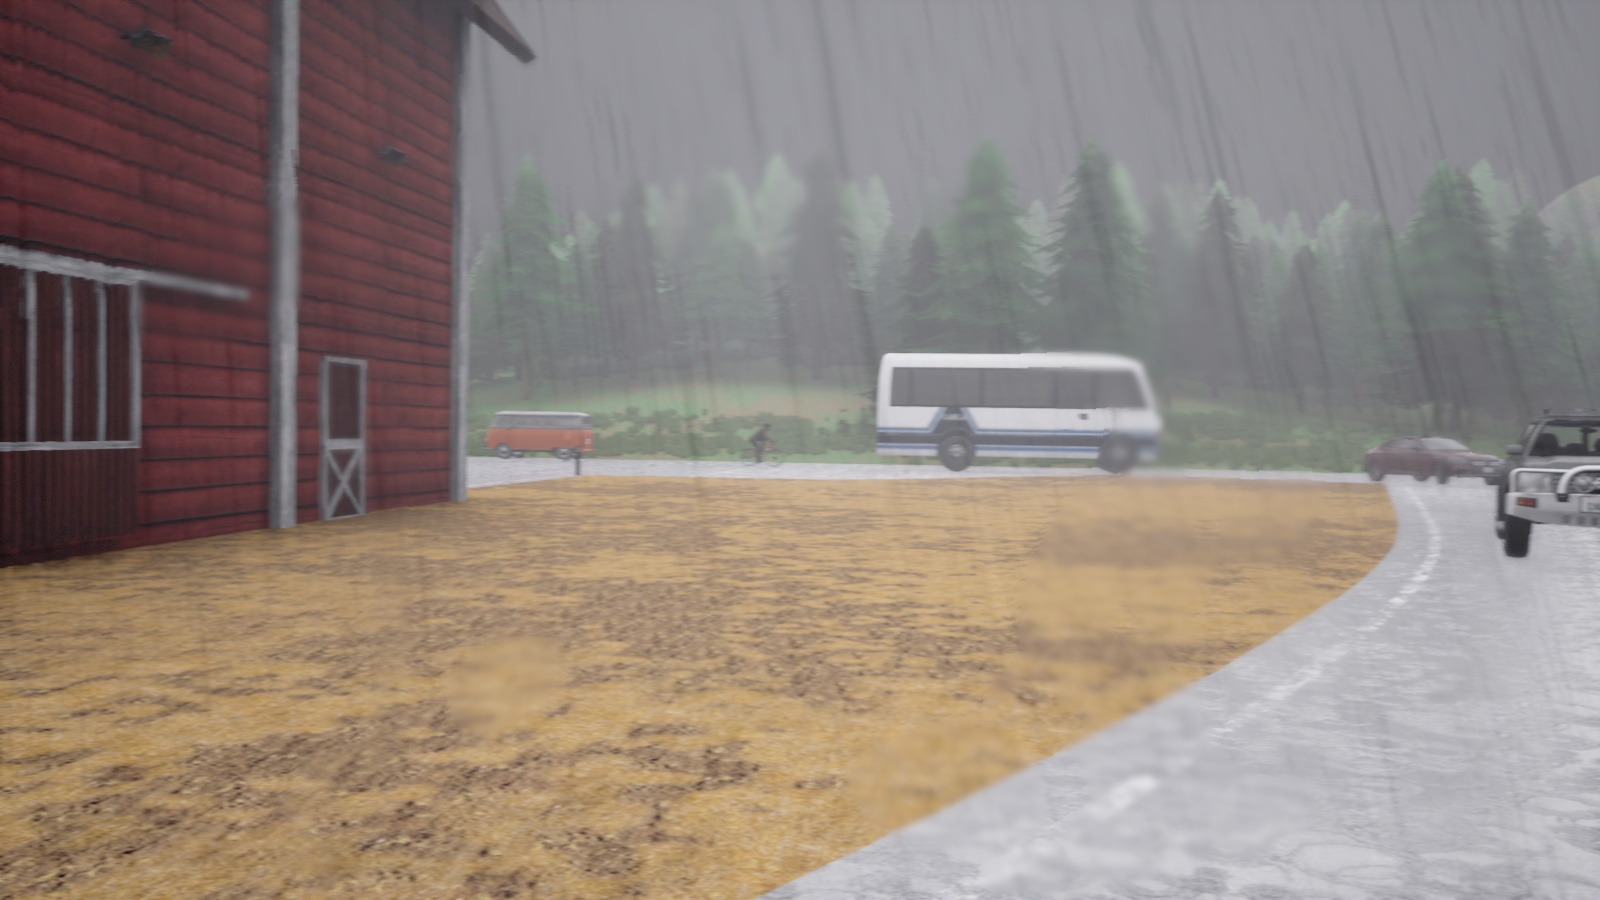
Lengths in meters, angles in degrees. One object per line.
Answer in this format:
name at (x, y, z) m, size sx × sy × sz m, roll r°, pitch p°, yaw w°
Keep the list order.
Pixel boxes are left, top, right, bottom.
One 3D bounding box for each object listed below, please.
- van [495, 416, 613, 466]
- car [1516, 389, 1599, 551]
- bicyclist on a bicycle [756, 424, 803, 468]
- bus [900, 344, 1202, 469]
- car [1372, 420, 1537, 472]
van at (-10.178, -0.375, 52.026) m, size 4.442 × 1.987 × 1.775 m, roll 0°, pitch 1°, yaw 9°
car at (10.464, 0.180, 16.256) m, size 1.932 × 1.855 × 4.605 m, roll 0°, pitch 1°, yaw 28°
bicyclist on a bicycle at (-0.767, -0.149, 47.018) m, size 1.656 × 1.620 × 0.582 m, roll 0°, pitch 1°, yaw 9°
bus at (8.915, -1.516, 45.481) m, size 10.273 × 4.253 × 3.944 m, roll 0°, pitch 1°, yaw 9°
car at (19.504, -0.110, 37.690) m, size 1.812 × 1.442 × 4.674 m, roll -1°, pitch 0°, yaw -12°
